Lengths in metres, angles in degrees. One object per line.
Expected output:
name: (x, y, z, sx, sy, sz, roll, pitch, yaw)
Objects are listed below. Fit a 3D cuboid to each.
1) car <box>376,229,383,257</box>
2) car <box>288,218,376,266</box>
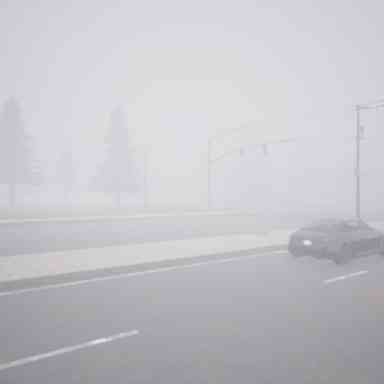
car: (7.129, 1.554, 8.863, 4.892, 1.490, 1.837, 0, 0, -35)
car: (5.363, 1.614, 11.900, 4.181, 1.385, 1.994, 0, 0, -35)
